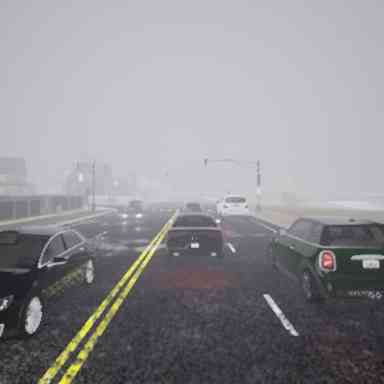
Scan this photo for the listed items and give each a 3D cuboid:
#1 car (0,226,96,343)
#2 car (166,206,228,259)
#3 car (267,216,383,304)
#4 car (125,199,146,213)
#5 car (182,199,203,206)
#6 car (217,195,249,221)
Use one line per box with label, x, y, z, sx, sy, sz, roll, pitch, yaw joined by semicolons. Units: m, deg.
car;-3.355;1.517;6.627;1.837;1.490;4.892;0;0;0
car;0.093;1.501;12.684;1.882;1.535;5.008;0;0;0
car;3.342;1.367;8.330;2.097;1.767;4.553;0;0;0
car;-6.520;1.647;38.697;1.837;1.490;4.892;0;0;0
car;0.084;1.585;29.046;1.812;1.442;4.674;0;0;0
car;3.335;1.277;27.754;2.150;2.045;5.566;0;0;0
